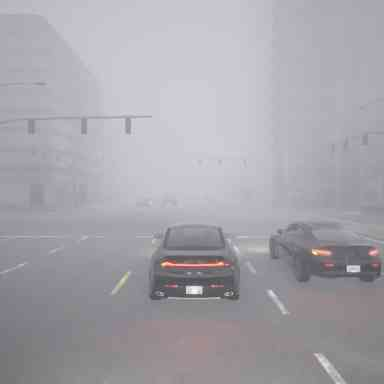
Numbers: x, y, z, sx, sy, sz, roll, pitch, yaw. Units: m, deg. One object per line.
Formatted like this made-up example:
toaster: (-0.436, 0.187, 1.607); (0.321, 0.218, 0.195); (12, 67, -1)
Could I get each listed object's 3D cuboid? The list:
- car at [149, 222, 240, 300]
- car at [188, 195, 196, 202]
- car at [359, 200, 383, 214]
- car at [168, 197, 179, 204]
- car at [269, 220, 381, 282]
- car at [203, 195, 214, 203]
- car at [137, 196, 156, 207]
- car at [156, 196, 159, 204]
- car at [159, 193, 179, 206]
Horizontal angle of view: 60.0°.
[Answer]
car: (0.059, 1.505, 8.366); (1.837, 1.490, 4.892); (0, 0, 0)
car: (0.009, 1.364, 73.874); (2.128, 1.511, 4.902); (0, 0, 0)
car: (20.850, 1.547, 35.482); (5.357, 1.411, 2.033); (0, 0, 1)
car: (-3.532, 1.601, 64.572); (1.895, 1.301, 4.718); (0, 0, 0)
car: (3.565, 1.526, 9.622); (1.812, 1.442, 4.674); (0, 0, 0)
car: (3.551, 1.502, 71.109); (1.837, 1.490, 4.892); (0, 0, 0)
car: (-7.092, 1.547, 50.125); (2.033, 1.411, 5.357); (0, 0, 0)
car: (-7.054, 1.477, 61.816); (1.882, 1.535, 5.008); (0, 0, 0)
car: (-3.597, 1.221, 53.365); (2.150, 2.045, 5.566); (0, 0, 1)
